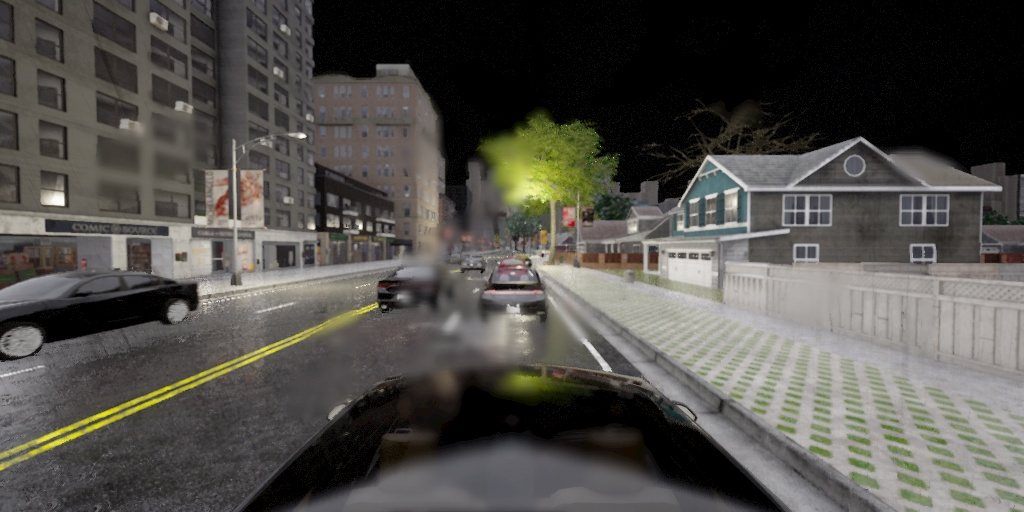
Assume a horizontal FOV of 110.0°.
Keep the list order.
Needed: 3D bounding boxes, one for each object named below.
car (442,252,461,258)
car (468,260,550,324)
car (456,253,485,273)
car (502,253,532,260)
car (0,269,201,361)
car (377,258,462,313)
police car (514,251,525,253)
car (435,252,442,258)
[{"bbox_3d":[-6.676,0.398,42.715,1.837,1.490,4.892,0,1,0],"label":"car"},{"bbox_3d":[0.078,1.052,11.060,2.128,1.511,4.902,0,1,0],"label":"car"},{"bbox_3d":[-3.208,0.691,30.998,2.033,1.411,5.357,0,1,0],"label":"car"},{"bbox_3d":[0.058,0.785,23.246,1.882,1.535,5.008,0,1,0],"label":"car"},{"bbox_3d":[-9.861,1.099,8.140,1.882,1.535,5.008,0,1,0],"label":"car"},{"bbox_3d":[-3.171,1.001,12.877,1.882,1.535,5.008,0,1,0],"label":"car"},{"bbox_3d":[0.910,0.492,34.579,1.930,1.638,5.238,0,1,0],"label":"police car"},{"bbox_3d":[-9.932,0.176,52.416,2.128,1.511,4.902,0,1,0],"label":"car"}]
